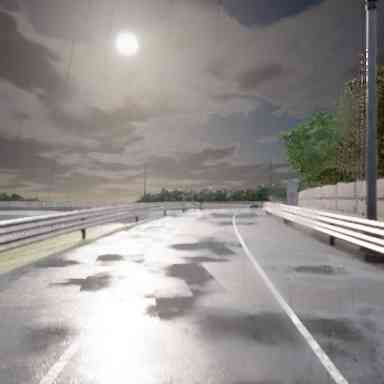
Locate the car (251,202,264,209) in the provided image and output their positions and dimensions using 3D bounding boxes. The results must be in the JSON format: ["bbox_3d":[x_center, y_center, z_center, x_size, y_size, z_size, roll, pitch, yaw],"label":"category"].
[{"bbox_3d":[17.399,3.501,88.009,2.097,1.767,4.553,-1,-3,32],"label":"car"}]

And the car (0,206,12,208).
[{"bbox_3d":[-28.370,1.866,47.453,4.892,1.490,1.837,1,-1,-27],"label":"car"}]
